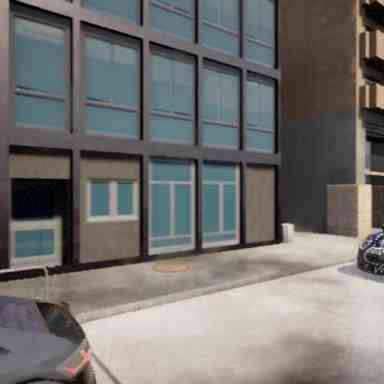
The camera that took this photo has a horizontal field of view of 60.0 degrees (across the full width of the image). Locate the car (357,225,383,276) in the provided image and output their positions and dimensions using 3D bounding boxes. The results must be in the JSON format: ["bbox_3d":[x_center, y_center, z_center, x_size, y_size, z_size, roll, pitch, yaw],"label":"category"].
[{"bbox_3d":[6.644,1.359,9.332,4.553,1.767,2.097,0,0,-35],"label":"car"}]

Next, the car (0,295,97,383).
[{"bbox_3d":[-2.909,1.563,2.510,4.181,1.385,1.994,0,0,-33],"label":"car"}]
